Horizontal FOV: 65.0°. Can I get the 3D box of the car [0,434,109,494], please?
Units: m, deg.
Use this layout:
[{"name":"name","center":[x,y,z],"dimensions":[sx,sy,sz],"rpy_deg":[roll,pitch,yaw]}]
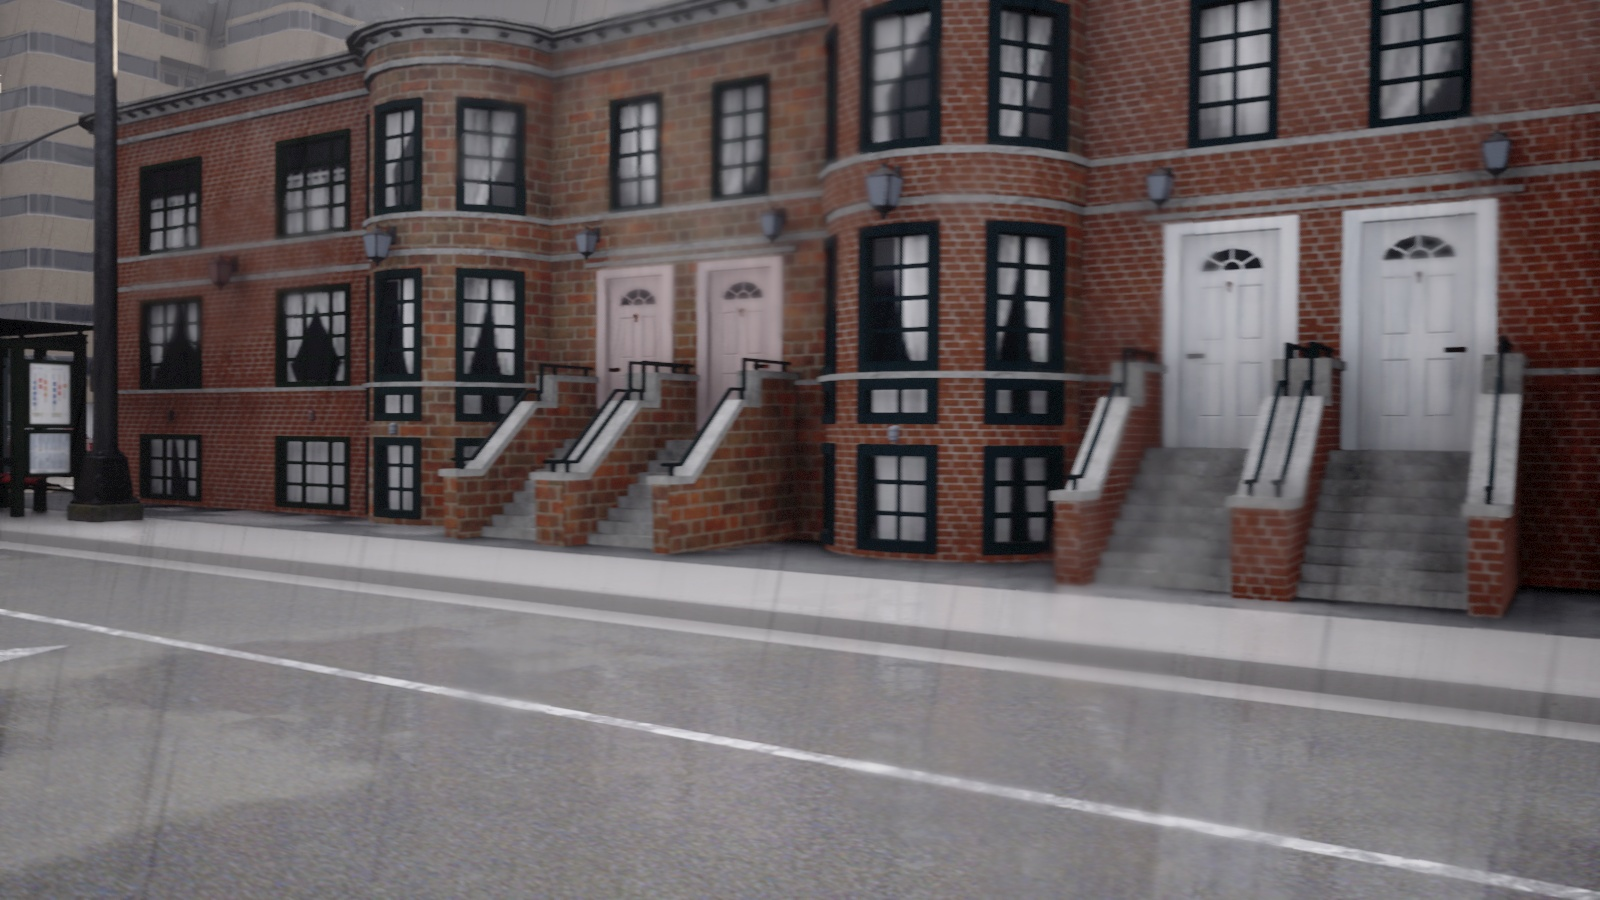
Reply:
[{"name":"car","center":[-22.538,0.381,35.511],"dimensions":[2.033,1.649,4.856],"rpy_deg":[0,1,33]}]
